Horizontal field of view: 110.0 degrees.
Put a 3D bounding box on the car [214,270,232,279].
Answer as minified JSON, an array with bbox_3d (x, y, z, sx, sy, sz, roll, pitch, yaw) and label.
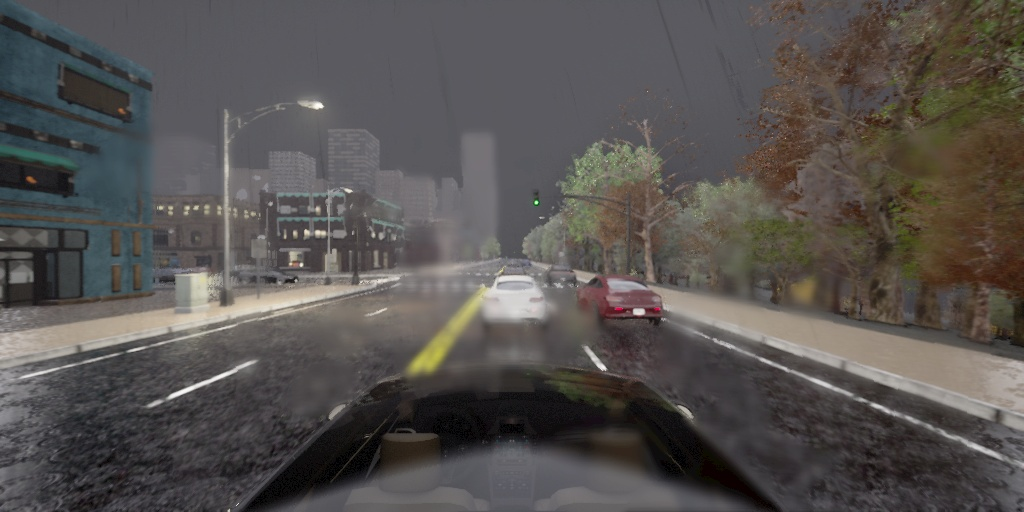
[{"bbox_3d":[-28.263,1.720,38.015,4.403,1.370,2.007,0,0,0],"label":"car"}]

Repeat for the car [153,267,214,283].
[{"bbox_3d":[-30.523,1.775,32.226,5.357,1.411,2.033,-1,0,0],"label":"car"}]

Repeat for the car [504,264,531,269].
[{"bbox_3d":[0.110,1.452,25.233,1.895,1.301,4.718,0,0,0],"label":"car"}]

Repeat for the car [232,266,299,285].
[{"bbox_3d":[-19.934,1.687,29.499,4.313,1.339,1.948,0,0,0],"label":"car"}]

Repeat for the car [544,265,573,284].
[{"bbox_3d":[3.361,1.344,25.383,2.128,1.511,4.902,0,0,0],"label":"car"}]

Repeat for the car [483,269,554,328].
[{"bbox_3d":[0.106,1.318,11.480,1.812,1.442,4.674,0,0,0],"label":"car"}]

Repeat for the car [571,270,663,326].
[{"bbox_3d":[3.341,1.319,11.775,1.812,1.442,4.674,0,0,0],"label":"car"}]
